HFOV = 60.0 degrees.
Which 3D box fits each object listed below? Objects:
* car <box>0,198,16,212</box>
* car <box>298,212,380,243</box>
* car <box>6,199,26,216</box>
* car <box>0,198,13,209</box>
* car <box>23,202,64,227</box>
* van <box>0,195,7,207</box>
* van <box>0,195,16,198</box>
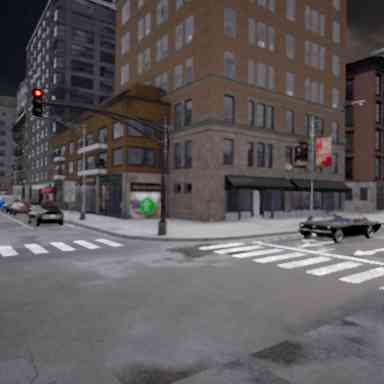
[{"bbox_3d":[-19.799,1.603,36.917,1.947,1.339,4.313,1,0,-35],"label":"car"},{"bbox_3d":[7.585,1.732,17.057,4.718,1.301,1.895,1,0,-35],"label":"car"},{"bbox_3d":[-16.627,1.620,32.411,1.802,1.307,4.206,1,0,-35],"label":"car"},{"bbox_3d":[-26.143,1.587,45.929,2.008,1.369,4.403,1,0,-35],"label":"car"},{"bbox_3d":[-10.281,1.611,23.398,1.947,1.339,4.313,1,0,-35],"label":"car"},{"bbox_3d":[-29.313,1.380,50.437,1.690,1.788,3.998,1,0,-35],"label":"van"},{"bbox_3d":[-22.968,1.377,41.425,1.690,1.788,3.998,1,0,-35],"label":"van"}]
